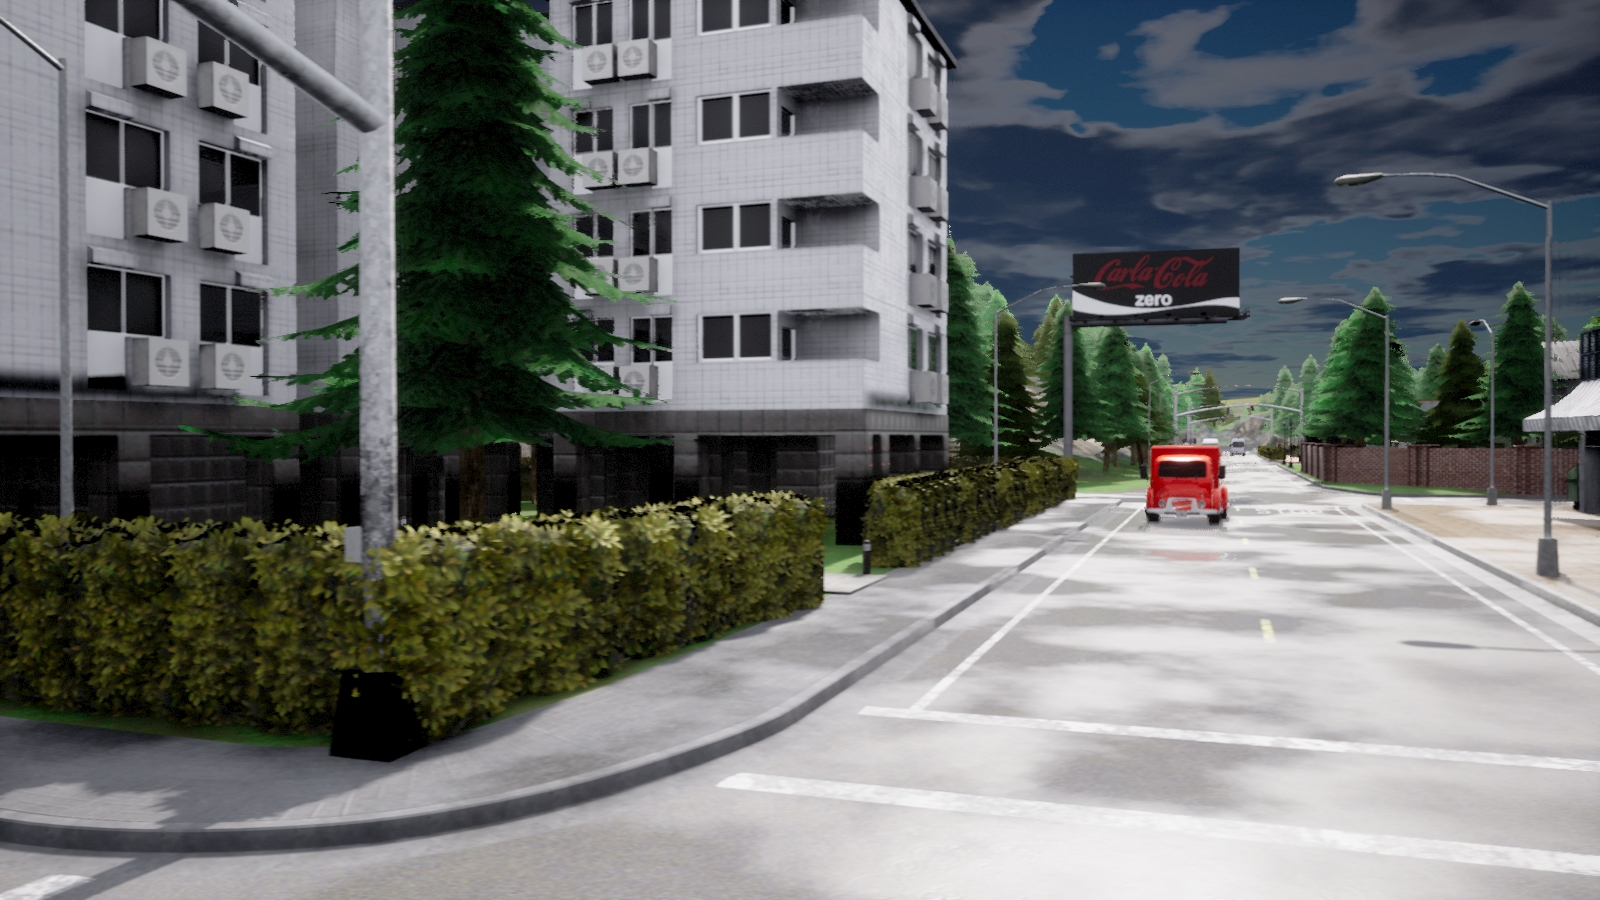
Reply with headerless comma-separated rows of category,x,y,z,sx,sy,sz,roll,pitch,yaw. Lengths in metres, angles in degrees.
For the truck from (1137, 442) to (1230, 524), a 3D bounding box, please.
truck,12.506,0.967,37.037,2.627,2.467,5.204,0,1,21
